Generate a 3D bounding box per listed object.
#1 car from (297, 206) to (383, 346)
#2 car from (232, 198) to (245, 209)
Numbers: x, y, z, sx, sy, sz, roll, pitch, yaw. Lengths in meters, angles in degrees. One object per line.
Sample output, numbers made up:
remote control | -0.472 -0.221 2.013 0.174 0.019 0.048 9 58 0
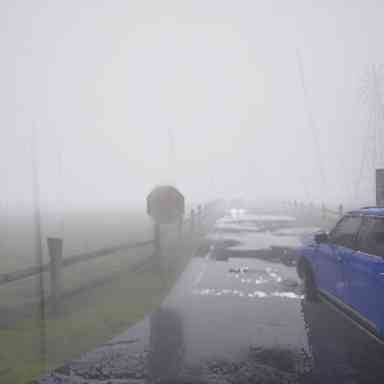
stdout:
car | 3.340 1.179 4.939 2.150 2.045 5.566 -3 -1 0
car | 6.548 1.547 47.108 2.128 1.511 4.902 0 0 7
